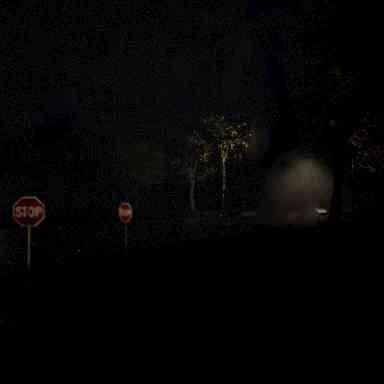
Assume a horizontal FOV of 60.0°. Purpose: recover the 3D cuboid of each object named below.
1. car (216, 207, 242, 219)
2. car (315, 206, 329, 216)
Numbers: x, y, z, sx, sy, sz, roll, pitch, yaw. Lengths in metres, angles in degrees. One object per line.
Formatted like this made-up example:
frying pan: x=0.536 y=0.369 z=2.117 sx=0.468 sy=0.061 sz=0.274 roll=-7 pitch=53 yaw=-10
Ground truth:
car: x=5.176 y=2.871 z=45.572 sx=1.837 sy=1.490 sz=4.892 roll=1 pitch=-1 yaw=36
car: x=24.355 y=3.697 z=62.261 sx=1.895 sy=1.301 sz=4.718 roll=1 pitch=-1 yaw=29
